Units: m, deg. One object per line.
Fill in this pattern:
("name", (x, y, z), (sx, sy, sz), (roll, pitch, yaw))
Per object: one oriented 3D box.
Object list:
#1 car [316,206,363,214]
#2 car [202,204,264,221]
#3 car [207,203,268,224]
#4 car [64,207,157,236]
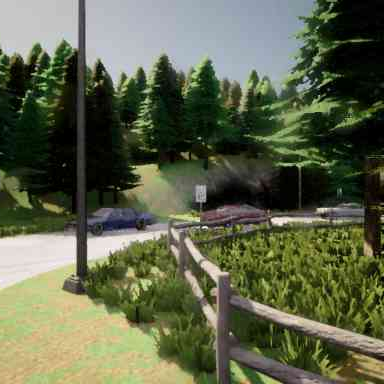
("car", (12.992, 1.628, 28.079), (4.718, 1.301, 1.895), (0, 0, -6))
("car", (2.766, 1.552, 20.894), (4.674, 1.442, 1.812), (0, -1, -35))
("car", (3.474, 1.591, 25.180), (4.181, 1.385, 1.994), (0, 0, -26))
("car", (-4.467, 1.574, 19.138), (2.033, 1.411, 5.357), (0, 0, 41))
